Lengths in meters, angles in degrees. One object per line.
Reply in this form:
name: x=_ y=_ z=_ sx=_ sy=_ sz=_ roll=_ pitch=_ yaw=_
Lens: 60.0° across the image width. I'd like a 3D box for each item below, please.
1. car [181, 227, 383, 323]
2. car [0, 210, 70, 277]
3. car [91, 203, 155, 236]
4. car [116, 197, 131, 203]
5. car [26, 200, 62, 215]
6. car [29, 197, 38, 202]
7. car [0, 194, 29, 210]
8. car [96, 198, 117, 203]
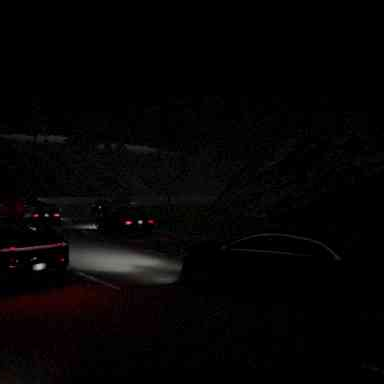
car: x=1.939 y=1.528 z=7.338 sx=4.902 sy=1.511 sz=2.128 roll=0 pitch=0 yaw=39
car: x=-5.139 y=1.493 z=9.428 sx=2.128 sy=1.511 sz=4.902 roll=0 pitch=0 yaw=-42
car: x=-3.969 y=1.587 z=19.049 sx=2.033 sy=1.411 sz=5.357 roll=0 pitch=0 yaw=-32
car: x=-14.235 y=1.670 z=67.023 sx=1.994 sy=1.385 sz=4.181 roll=0 pitch=0 yaw=34
car: x=-10.388 y=1.564 z=23.838 sx=2.033 sy=1.411 sz=5.357 roll=0 pitch=0 yaw=-23
car: x=-22.005 y=1.521 z=45.277 sx=1.837 sy=1.490 sz=4.892 roll=0 pitch=0 yaw=4
car: x=-15.215 y=1.220 z=27.137 sx=2.150 sy=2.045 sz=5.566 roll=0 pitch=0 yaw=-18
car: x=-10.157 y=1.627 z=38.046 sx=1.994 sy=1.385 sz=4.181 roll=0 pitch=0 yaw=-5
